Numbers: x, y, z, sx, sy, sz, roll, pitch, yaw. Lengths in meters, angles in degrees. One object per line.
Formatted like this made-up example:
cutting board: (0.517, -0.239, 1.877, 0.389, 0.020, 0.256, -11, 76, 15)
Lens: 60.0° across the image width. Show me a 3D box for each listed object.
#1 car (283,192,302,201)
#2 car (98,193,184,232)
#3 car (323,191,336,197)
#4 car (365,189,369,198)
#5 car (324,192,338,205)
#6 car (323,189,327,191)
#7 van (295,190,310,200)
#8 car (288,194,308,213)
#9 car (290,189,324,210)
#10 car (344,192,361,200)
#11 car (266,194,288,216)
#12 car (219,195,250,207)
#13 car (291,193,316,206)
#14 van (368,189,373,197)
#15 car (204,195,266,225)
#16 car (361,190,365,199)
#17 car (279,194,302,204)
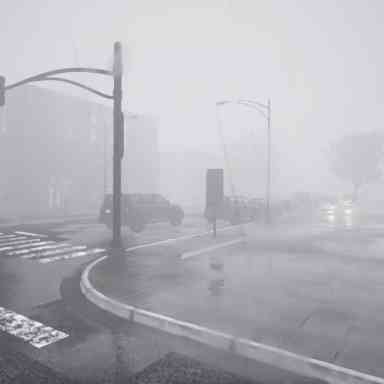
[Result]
car: (17.813, 0.759, 58.692, 1.752, 1.417, 4.829, 1, 2, 35)
car: (-2.721, 1.044, 19.056, 2.150, 2.045, 5.566, 1, 1, 35)
car: (33.687, 0.436, 81.616, 2.008, 1.369, 4.403, 2, 2, 35)
car: (34.370, 0.622, 67.881, 1.752, 1.417, 4.829, 1, 2, 35)
car: (18.495, 1.008, 44.959, 1.947, 1.339, 4.313, 1, 2, 35)
car: (27.378, 0.464, 72.500, 1.967, 1.590, 4.097, 1, 2, 35)
van: (21.067, 0.504, 63.384, 1.690, 1.788, 3.998, 1, 2, 35)
car: (9.029, 1.195, 31.289, 2.008, 1.369, 4.403, 1, 2, 35)
car: (12.187, 0.892, 35.840, 2.192, 1.841, 5.009, 1, 2, 35)
car: (27.962, 0.788, 58.628, 2.008, 1.369, 4.403, 1, 2, 35)
car: (5.874, 1.151, 26.729, 1.967, 1.590, 4.097, 1, 2, 35)
car: (5.287, 1.069, 40.606, 1.947, 1.339, 4.313, 1, 2, 35)
car: (15.040, 0.924, 44.613, 1.882, 1.535, 5.008, 1, 1, 35)
van: (40.587, 0.301, 76.852, 1.690, 1.788, 3.998, 1, 2, 35)
car: (2.719, 1.093, 22.169, 2.192, 1.841, 5.009, 1, 2, 35)
car: (31.117, 0.750, 63.186, 1.802, 1.307, 4.206, 1, 2, 35)
car: (14.818, 0.970, 49.660, 1.895, 1.301, 4.718, 1, 1, 35)
